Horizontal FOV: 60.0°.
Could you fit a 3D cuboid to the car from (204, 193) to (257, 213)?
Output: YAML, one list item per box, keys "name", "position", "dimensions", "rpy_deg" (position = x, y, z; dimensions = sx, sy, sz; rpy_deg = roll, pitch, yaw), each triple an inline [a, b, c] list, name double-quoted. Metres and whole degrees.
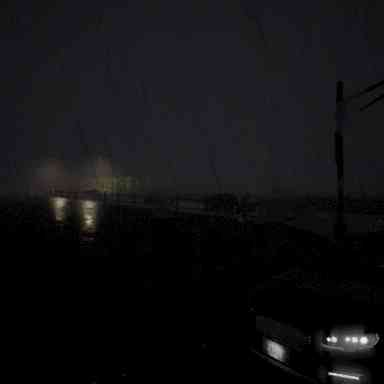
- name: "car"
  position: [3.002, 0.842, 26.785]
  dimensions: [1.882, 1.535, 5.008]
  rpy_deg: [-1, 2, -36]

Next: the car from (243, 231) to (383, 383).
- name: "car"
  position: [2.891, 1.414, 5.029]
  dimensions: [4.902, 1.511, 2.128]
  rpy_deg: [-1, 1, -36]

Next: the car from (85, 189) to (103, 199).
- name: "car"
  position: [-15.628, 0.315, 52.867]
  dimensions: [1.812, 1.442, 4.674]
  rpy_deg: [-1, 1, -35]

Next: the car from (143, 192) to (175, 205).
- name: "car"
  position: [-3.583, 0.724, 35.963]
  dimensions: [1.994, 1.385, 4.181]
  rpy_deg: [-1, 2, -36]
